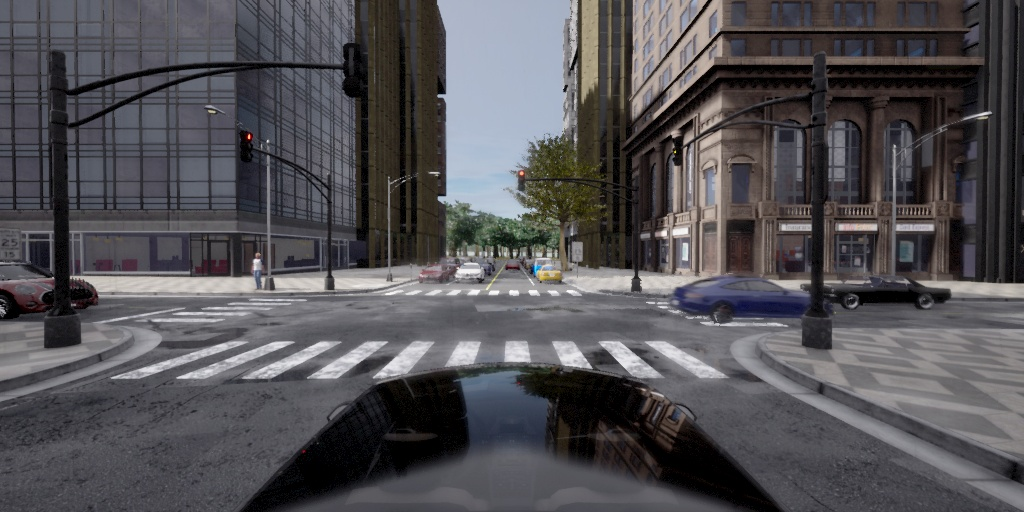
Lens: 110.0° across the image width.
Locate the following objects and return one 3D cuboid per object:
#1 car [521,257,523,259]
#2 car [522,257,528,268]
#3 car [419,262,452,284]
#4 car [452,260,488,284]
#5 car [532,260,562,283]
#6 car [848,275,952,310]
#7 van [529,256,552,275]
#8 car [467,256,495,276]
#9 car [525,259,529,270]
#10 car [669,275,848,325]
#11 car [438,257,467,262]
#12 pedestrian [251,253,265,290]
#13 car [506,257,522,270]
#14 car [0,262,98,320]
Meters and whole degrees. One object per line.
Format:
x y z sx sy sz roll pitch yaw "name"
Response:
2.769 1.214 55.332 1.888 1.381 4.507 0 0 0 "car"
2.768 1.210 49.823 1.751 1.417 4.829 0 0 0 "car"
-5.760 1.311 26.926 1.802 1.307 4.207 0 0 0 "car"
-3.093 1.255 27.170 1.812 1.442 4.674 0 0 0 "car"
2.766 1.255 27.104 1.751 1.417 4.829 0 0 0 "car"
14.712 1.444 14.777 4.718 1.301 1.895 0 1 0 "car"
2.766 1.061 32.614 1.690 1.789 3.998 0 0 0 "van"
-3.094 1.067 36.050 2.097 1.767 4.553 0 0 0 "car"
2.767 1.276 38.294 1.948 1.339 4.313 0 0 0 "car"
7.569 1.357 11.566 4.674 1.442 1.812 0 1 0 "car"
-5.759 1.035 32.607 2.192 1.841 5.009 0 0 0 "car"
-12.520 0.742 17.756 0.375 1.860 0.375 0 0 0 "pedestrian"
0.104 1.241 52.106 1.994 1.385 4.181 0 0 0 "car"
-16.414 0.991 11.518 4.553 1.767 2.097 0 1 0 "car"
